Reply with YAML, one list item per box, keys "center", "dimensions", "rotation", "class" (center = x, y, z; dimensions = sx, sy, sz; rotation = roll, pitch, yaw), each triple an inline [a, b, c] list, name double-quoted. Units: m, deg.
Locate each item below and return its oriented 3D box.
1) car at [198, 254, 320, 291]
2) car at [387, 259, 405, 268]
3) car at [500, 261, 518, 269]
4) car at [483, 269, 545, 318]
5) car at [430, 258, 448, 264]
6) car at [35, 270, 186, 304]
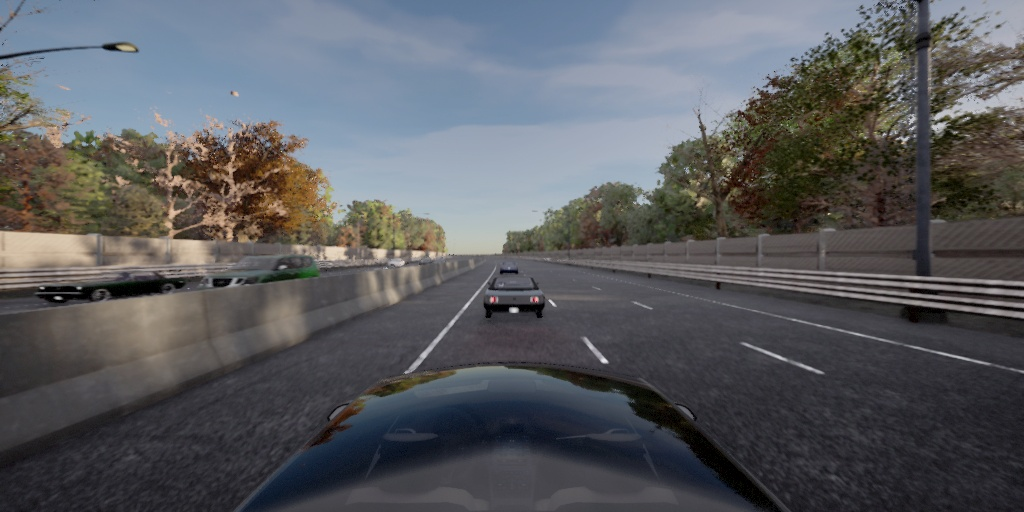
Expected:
- center: [-10.665, 0.949, 15.788]
  dimensions: [2.150, 2.045, 5.566]
  rotation: [0, 0, 0]
  class: "car"
- center: [-18.447, 1.172, 57.489]
  dimensions: [1.812, 1.442, 4.674]
  rotation: [0, 0, -1]
  class: "car"
- center: [-0.332, 1.245, 39.595]
  dimensions: [1.994, 1.385, 4.181]
  rotation: [0, 0, -1]
  class: "car"
- center: [0.054, 1.330, 12.920]
  dimensions: [1.895, 1.301, 4.718]
  rotation: [0, 0, 0]
  class: "car"
- center: [-11.457, 1.152, 57.750]
  dimensions: [1.837, 1.490, 4.892]
  rotation: [0, 0, -1]
  class: "car"
- center: [-17.668, 1.330, 16.160]
  dimensions: [1.895, 1.301, 4.718]
  rotation: [0, 0, 0]
  class: "car"
